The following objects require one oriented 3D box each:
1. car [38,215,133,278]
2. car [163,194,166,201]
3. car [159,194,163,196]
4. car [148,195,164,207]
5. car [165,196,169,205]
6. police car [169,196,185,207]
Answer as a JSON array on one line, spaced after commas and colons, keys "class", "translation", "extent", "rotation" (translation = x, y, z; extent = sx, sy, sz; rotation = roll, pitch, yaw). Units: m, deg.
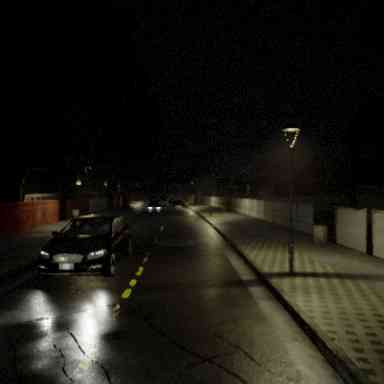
[{"class": "car", "translation": [-3.019, 1.494, 10.279], "extent": [2.128, 1.511, 4.902], "rotation": [0, 0, -1]}, {"class": "car", "translation": [-4.241, 1.534, 68.161], "extent": [2.097, 1.767, 4.553], "rotation": [0, 0, -8]}, {"class": "car", "translation": [-7.802, 1.458, 86.164], "extent": [2.150, 2.045, 5.566], "rotation": [0, 0, -9]}, {"class": "car", "translation": [-5.942, 1.655, 53.036], "extent": [2.033, 1.411, 5.357], "rotation": [0, 0, -6]}, {"class": "car", "translation": [-3.404, 1.624, 62.219], "extent": [1.882, 1.535, 5.008], "rotation": [0, 0, -8]}, {"class": "police car", "translation": [-2.185, 1.520, 52.356], "extent": [1.930, 1.638, 5.238], "rotation": [0, 0, -6]}]
